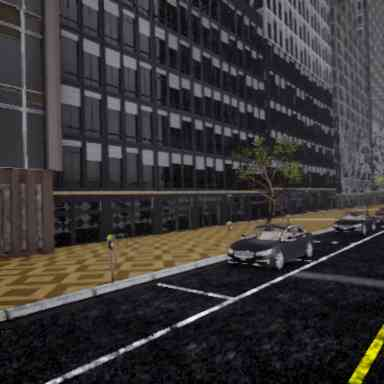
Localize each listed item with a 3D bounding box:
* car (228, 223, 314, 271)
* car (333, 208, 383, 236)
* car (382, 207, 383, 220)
[{"bbox_3d":[2.953,1.819,11.902,2.008,1.369,4.403,-3,-2,39],"label":"car"},{"bbox_3d":[10.145,1.889,20.704,2.008,1.369,4.403,-3,-2,39],"label":"car"},{"bbox_3d":[17.338,1.989,29.505,1.802,1.307,4.206,-3,-2,39],"label":"car"}]
